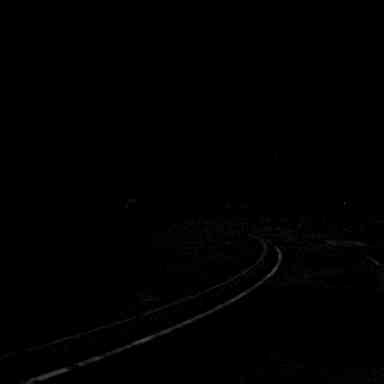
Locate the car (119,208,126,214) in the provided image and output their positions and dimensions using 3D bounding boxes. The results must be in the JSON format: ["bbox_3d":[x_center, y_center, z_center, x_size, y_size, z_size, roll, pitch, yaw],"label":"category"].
[{"bbox_3d":[-14.638,4.148,68.079,2.002,1.452,4.674,2,-5,-11],"label":"car"}]

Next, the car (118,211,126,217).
[{"bbox_3d":[-18.920,5.863,89.630,2.002,1.452,4.674,0,-4,-11],"label":"car"}]

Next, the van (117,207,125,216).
[{"bbox_3d":[-16.808,4.747,78.959,1.878,1.987,4.442,0,-4,-11],"label":"van"}]

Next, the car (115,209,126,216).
[{"bbox_3d":[-15.718,4.565,73.452,2.163,1.488,4.792,0,-4,-11],"label":"car"}]
